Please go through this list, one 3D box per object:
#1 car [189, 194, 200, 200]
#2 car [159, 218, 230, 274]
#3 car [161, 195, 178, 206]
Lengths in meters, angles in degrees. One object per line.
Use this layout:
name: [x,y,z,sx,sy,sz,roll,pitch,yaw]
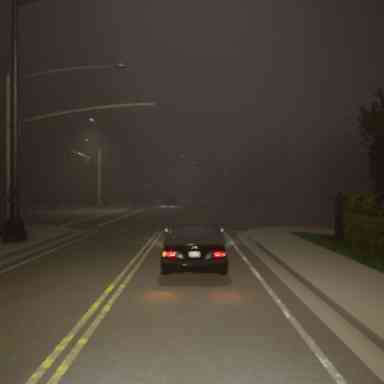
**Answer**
car: [0.699,1.305,80.409,2.033,1.411,5.357,0,0,12]
car: [0.068,1.517,10.381,2.033,1.411,5.357,0,0,0]
car: [-3.604,1.423,51.361,1.994,1.385,4.181,0,0,0]
